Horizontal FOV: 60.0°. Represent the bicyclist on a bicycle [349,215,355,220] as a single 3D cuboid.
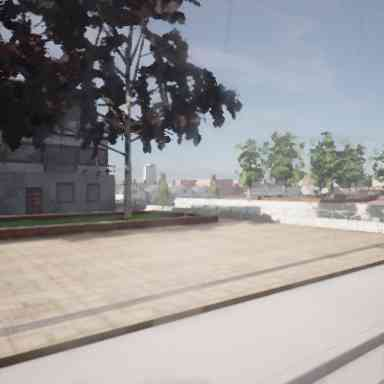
[{"bbox_3d":[17.742,3.375,36.943,1.656,1.620,0.582,-1,-8,-34],"label":"bicyclist on a bicycle"}]
